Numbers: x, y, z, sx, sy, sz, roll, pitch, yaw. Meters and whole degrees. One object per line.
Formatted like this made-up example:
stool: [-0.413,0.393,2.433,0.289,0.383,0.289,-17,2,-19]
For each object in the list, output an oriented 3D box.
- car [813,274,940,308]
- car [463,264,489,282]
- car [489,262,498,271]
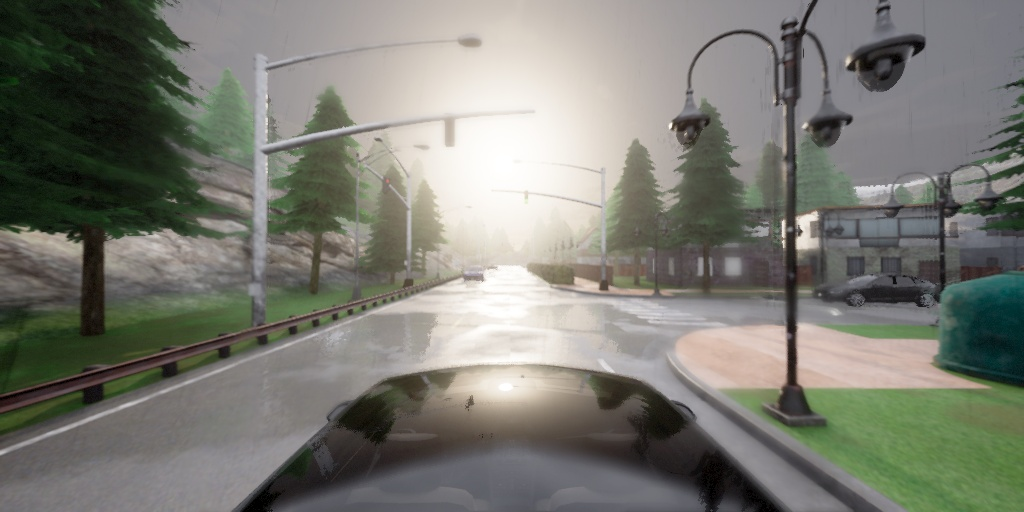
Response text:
car: [17.172,1.599,16.974,4.892,1.490,1.837,0,-1,5]
car: [-3.499,1.678,34.136,1.882,1.535,5.008,0,0,0]
car: [-3.501,1.862,64.926,1.837,1.490,4.892,0,-1,0]
